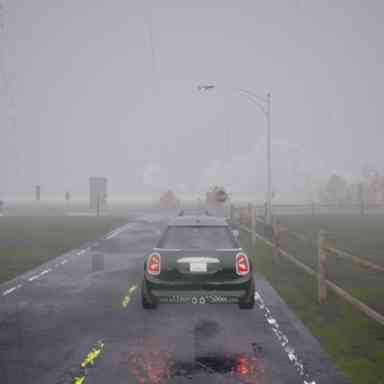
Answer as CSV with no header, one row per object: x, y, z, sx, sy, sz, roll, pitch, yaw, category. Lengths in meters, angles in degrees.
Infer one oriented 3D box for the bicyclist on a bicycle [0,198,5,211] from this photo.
-22.417,1.496,38.943,0.582,1.620,1.656,0,0,1,bicyclist on a bicycle

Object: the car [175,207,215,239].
0.144,1.594,18.331,1.895,1.301,4.718,0,0,0,car

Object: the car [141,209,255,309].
0.117,1.349,7.994,2.097,1.767,4.553,0,0,0,car
